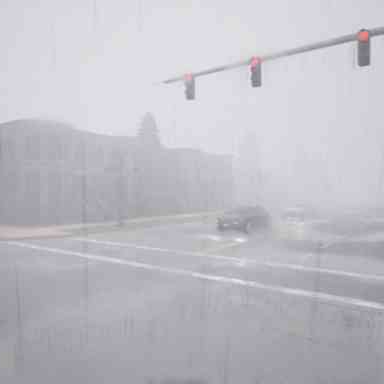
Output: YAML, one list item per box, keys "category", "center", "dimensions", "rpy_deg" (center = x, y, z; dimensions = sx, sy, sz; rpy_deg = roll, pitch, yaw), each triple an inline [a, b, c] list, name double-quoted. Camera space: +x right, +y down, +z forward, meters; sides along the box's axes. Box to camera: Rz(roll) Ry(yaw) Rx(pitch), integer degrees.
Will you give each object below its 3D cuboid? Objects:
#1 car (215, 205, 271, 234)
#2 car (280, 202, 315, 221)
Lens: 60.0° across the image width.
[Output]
- category: "car"
  center: [3.188, 1.551, 19.941]
  dimensions: [1.837, 1.490, 4.892]
  rpy_deg: [0, 0, 35]
- category: "car"
  center: [9.081, 1.585, 28.373]
  dimensions: [1.812, 1.442, 4.674]
  rpy_deg: [0, 0, 35]
